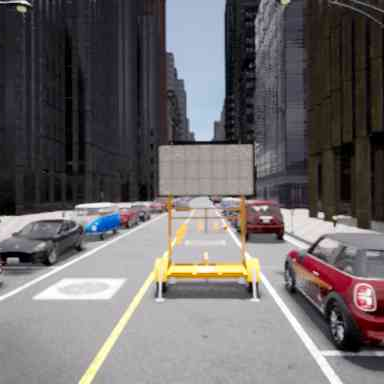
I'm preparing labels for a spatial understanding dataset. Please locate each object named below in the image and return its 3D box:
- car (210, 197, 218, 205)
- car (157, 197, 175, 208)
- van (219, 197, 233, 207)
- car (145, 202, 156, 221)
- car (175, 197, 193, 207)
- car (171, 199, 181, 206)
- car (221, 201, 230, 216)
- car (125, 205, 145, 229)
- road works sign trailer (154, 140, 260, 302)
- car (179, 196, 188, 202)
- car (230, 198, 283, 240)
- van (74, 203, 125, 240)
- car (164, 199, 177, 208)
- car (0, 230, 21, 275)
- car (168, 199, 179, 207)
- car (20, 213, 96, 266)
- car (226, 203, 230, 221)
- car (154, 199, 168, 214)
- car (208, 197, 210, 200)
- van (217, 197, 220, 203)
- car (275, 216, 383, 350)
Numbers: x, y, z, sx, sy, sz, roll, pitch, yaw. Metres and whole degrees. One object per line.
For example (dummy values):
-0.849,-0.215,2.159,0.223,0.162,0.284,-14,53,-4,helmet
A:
5.267,1.746,68.001,2.192,1.841,5.009,-1,0,2,car
-4.059,1.664,45.828,2.192,1.841,5.009,-1,0,2,car
4.058,1.543,34.311,1.690,1.788,3.998,-1,0,2,van
-4.662,1.802,28.982,1.947,1.339,4.313,-1,0,2,car
-1.239,1.890,48.142,2.033,1.411,5.357,0,0,3,car
-3.251,2.085,68.284,1.802,1.307,4.206,-1,0,2,car
3.858,1.715,28.694,2.008,1.369,4.403,-1,0,2,car
-4.864,1.744,23.368,1.887,1.381,4.507,-1,0,2,car
0.356,0.519,8.399,2.380,3.560,2.880,0,0,2,road works sign trailer
-2.290,2.010,95.122,2.192,1.841,5.009,-1,0,2,car
3.453,1.406,17.465,2.192,1.841,5.009,-1,0,2,car
-5.067,1.504,17.755,1.690,1.788,3.998,-1,0,2,van
-3.654,1.970,57.055,1.887,1.381,4.507,-1,0,2,car
-5.468,1.672,6.524,1.802,1.307,4.206,-1,0,2,car
-3.452,2.046,62.670,1.802,1.307,4.206,-1,0,2,car
-5.267,1.692,12.139,1.947,1.339,4.313,-1,0,2,car
3.657,1.693,23.079,1.947,1.339,4.313,-1,0,2,car
-4.258,1.893,40.211,1.802,1.307,4.206,-1,0,2,car
6.233,2.173,94.835,2.008,1.369,4.403,-1,0,2,car
4.259,1.580,39.925,1.690,1.788,3.998,-1,0,2,van
3.051,1.458,6.234,1.967,1.590,4.097,-1,0,2,car
